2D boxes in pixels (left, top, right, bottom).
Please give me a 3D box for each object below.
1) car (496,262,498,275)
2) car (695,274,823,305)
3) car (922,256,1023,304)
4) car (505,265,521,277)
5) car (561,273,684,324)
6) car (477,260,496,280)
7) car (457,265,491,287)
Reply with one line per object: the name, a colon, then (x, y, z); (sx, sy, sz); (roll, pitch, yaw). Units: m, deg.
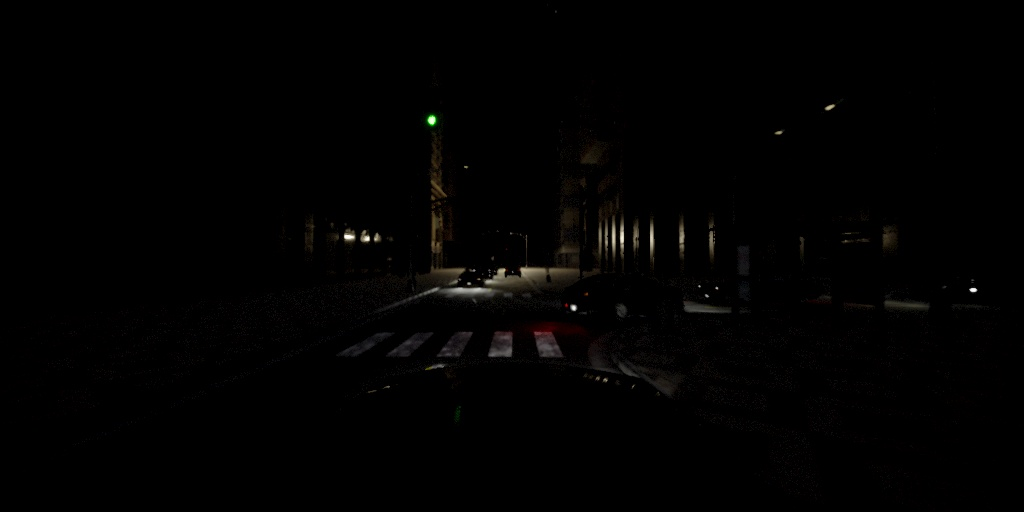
car: (-3.061, 1.567, 48.779); (2.150, 2.045, 5.566); (0, -1, 1)
car: (11.030, 1.480, 16.281); (4.718, 1.301, 1.895); (0, -1, 0)
car: (22.299, 1.033, 16.303); (5.566, 2.045, 2.150); (0, -1, 0)
car: (0.096, 1.854, 44.378); (1.994, 1.385, 4.181); (0, -1, 0)
car: (3.909, 1.332, 12.389); (4.892, 1.490, 1.837); (0, -5, -34)
car: (-3.092, 1.566, 38.344); (2.097, 1.767, 4.553); (0, -1, 0)
car: (-3.099, 1.637, 28.525); (2.033, 1.411, 5.357); (0, -1, 0)
